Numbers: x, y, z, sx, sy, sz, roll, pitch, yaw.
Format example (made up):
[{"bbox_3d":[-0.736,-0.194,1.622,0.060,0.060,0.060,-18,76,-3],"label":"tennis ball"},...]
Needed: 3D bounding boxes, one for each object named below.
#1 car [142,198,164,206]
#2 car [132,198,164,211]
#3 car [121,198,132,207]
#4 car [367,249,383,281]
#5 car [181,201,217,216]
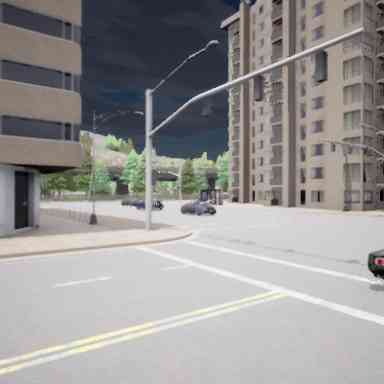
[{"bbox_3d":[-6.696,1.680,56.215,1.895,1.301,4.718,0,0,-32],"label":"car"},{"bbox_3d":[-5.398,1.659,41.916,1.895,1.301,4.718,0,0,-36],"label":"car"},{"bbox_3d":[-9.908,1.631,54.145,1.994,1.385,4.181,0,0,-39],"label":"car"},{"bbox_3d":[6.498,1.631,8.385,4.718,1.301,1.895,0,0,-35],"label":"car"},{"bbox_3d":[0.624,1.623,33.622,1.994,1.385,4.181,0,0,-36],"label":"car"}]
